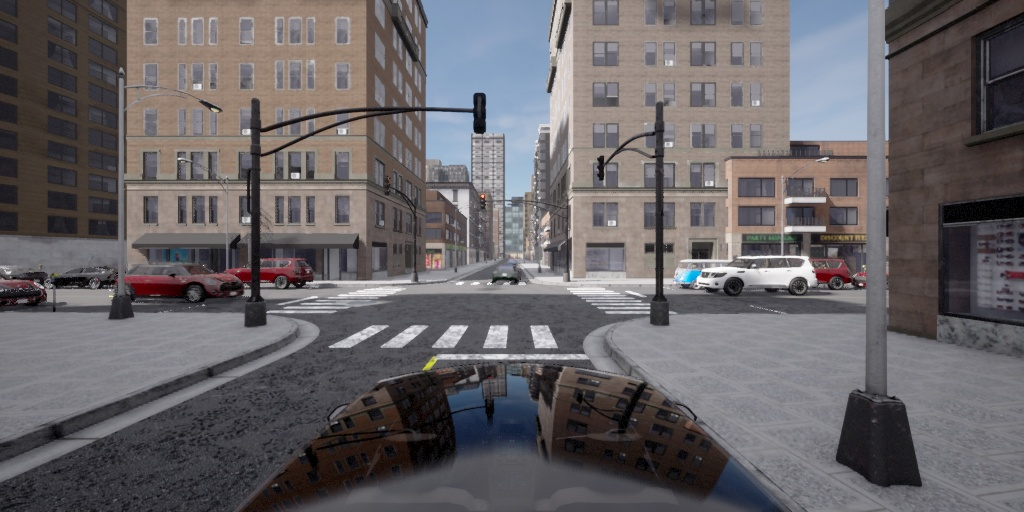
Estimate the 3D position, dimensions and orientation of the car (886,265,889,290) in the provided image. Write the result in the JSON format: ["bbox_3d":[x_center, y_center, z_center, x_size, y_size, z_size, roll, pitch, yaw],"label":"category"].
[{"bbox_3d":[22.921,1.281,19.065,4.892,1.490,1.837,0,0,0],"label":"car"}]

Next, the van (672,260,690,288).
[{"bbox_3d":[12.034,1.108,21.884,3.998,1.789,1.690,0,0,0],"label":"van"}]

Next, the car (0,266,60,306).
[{"bbox_3d":[-20.459,1.179,13.540,4.097,1.591,1.967,0,0,0],"label":"car"}]

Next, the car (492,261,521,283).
[{"bbox_3d":[-0.358,1.325,27.933,1.994,1.385,4.181,0,0,5],"label":"car"}]

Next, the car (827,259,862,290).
[{"bbox_3d":[17.630,1.086,21.853,5.009,1.841,2.192,0,0,0],"label":"car"}]

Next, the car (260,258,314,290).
[{"bbox_3d":[-14.913,1.059,22.035,5.009,1.841,2.192,0,0,0],"label":"car"}]

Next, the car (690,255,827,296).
[{"bbox_3d":[12.956,0.989,19.119,5.566,2.045,2.150,0,0,0],"label":"car"}]

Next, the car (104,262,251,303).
[{"bbox_3d":[-14.734,1.097,16.075,4.553,1.767,2.097,0,0,0],"label":"car"}]

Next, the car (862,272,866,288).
[{"bbox_3d":[23.226,1.216,21.821,4.097,1.591,1.967,0,0,0],"label":"car"}]

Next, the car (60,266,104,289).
[{"bbox_3d":[-25.960,1.299,22.097,4.313,1.339,1.948,0,0,0],"label":"car"}]
